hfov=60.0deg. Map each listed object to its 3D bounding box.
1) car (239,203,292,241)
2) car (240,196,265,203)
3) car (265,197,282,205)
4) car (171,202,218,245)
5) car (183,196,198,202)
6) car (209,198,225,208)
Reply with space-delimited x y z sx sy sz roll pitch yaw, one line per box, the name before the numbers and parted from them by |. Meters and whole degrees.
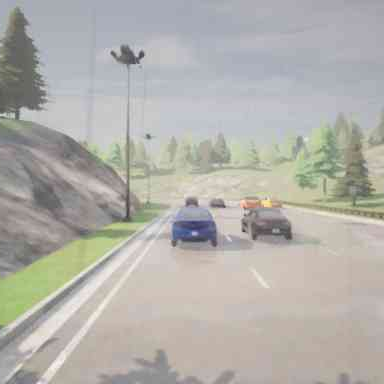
car | 3.597 1.497 16.548 1.812 1.442 4.674 0 0 0
car | 7.092 1.281 40.745 2.097 1.767 4.553 0 0 0
car | 10.584 1.400 44.364 1.882 1.535 5.008 0 0 0
car | 0.096 1.451 15.294 1.882 1.535 5.008 0 0 0
car | -0.159 1.419 49.228 1.837 1.490 4.892 1 0 -5
car | 3.480 1.481 47.346 1.994 1.385 4.181 0 0 -3
